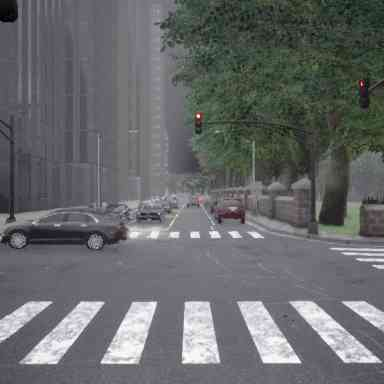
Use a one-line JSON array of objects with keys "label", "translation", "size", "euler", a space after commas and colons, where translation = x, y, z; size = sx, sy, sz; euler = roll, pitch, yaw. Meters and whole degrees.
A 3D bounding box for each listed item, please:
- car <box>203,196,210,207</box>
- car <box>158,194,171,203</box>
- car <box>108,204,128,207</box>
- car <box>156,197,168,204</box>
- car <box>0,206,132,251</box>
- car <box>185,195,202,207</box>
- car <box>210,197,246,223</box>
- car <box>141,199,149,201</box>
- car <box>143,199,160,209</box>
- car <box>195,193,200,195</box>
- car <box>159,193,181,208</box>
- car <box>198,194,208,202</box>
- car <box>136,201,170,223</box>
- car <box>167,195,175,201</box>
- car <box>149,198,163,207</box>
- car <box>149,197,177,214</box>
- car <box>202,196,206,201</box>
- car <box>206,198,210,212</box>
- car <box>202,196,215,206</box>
[{"label": "car", "translation": [2.838, 1.579, 41.579], "size": [2.008, 1.369, 4.403], "euler": [0, 0, 0]}, {"label": "car", "translation": [-5.638, 1.374, 68.873], "size": [2.192, 1.841, 5.009], "euler": [0, 0, 0]}, {"label": "car", "translation": [-5.717, 1.576, 25.217], "size": [1.947, 1.339, 4.313], "euler": [0, 0, 0]}, {"label": "car", "translation": [-5.648, 1.635, 63.416], "size": [1.802, 1.307, 4.206], "euler": [0, 0, 0]}, {"label": "car", "translation": [-4.975, 1.444, 13.254], "size": [4.892, 1.490, 1.837], "euler": [1, 0, 0]}, {"label": "car", "translation": [0.198, 1.588, 52.377], "size": [2.033, 1.411, 5.357], "euler": [0, 0, 0]}, {"label": "car", "translation": [2.808, 1.326, 25.211], "size": [2.192, 1.841, 5.009], "euler": [0, 0, 0]}, {"label": "car", "translation": [-5.688, 1.579, 41.587], "size": [2.008, 1.369, 4.403], "euler": [0, 0, 0]}, {"label": "car", "translation": [-5.678, 1.616, 47.045], "size": [1.802, 1.307, 4.206], "euler": [0, 0, 0]}, {"label": "car", "translation": [0.226, 1.414, 69.746], "size": [2.097, 1.767, 4.553], "euler": [0, 0, 0]}, {"label": "car", "translation": [-3.006, 1.385, 45.752], "size": [2.097, 1.767, 4.553], "euler": [0, 0, 0]}, {"label": "car", "translation": [2.524, 1.424, 75.837], "size": [2.097, 1.767, 4.553], "euler": [0, 0, 0]}, {"label": "car", "translation": [-3.053, 1.612, 25.659], "size": [1.895, 1.301, 4.718], "euler": [0, 0, 0]}, {"label": "car", "translation": [-5.599, 1.533, 90.701], "size": [1.967, 1.590, 4.097], "euler": [0, 0, 0]}, {"label": "car", "translation": [-5.668, 1.622, 52.502], "size": [1.802, 1.307, 4.206], "euler": [0, 0, 0]}, {"label": "car", "translation": [-3.030, 1.569, 35.476], "size": [2.033, 1.411, 5.357], "euler": [0, 0, 1]}, {"label": "car", "translation": [2.847, 1.585, 47.036], "size": [2.008, 1.369, 4.403], "euler": [0, 0, 0]}, {"label": "car", "translation": [2.828, 1.588, 36.123], "size": [1.947, 1.339, 4.313], "euler": [0, 0, 0]}, {"label": "car", "translation": [2.867, 1.487, 57.949], "size": [1.967, 1.590, 4.097], "euler": [0, 0, 0]}]
